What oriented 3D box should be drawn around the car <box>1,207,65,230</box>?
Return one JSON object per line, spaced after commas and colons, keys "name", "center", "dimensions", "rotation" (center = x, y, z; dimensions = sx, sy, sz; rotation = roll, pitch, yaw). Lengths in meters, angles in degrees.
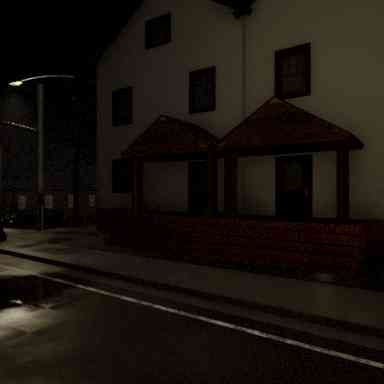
{"name": "car", "center": [-14.227, 2.401, 30.139], "dimensions": [2.150, 2.045, 5.566], "rotation": [0, -9, 36]}
